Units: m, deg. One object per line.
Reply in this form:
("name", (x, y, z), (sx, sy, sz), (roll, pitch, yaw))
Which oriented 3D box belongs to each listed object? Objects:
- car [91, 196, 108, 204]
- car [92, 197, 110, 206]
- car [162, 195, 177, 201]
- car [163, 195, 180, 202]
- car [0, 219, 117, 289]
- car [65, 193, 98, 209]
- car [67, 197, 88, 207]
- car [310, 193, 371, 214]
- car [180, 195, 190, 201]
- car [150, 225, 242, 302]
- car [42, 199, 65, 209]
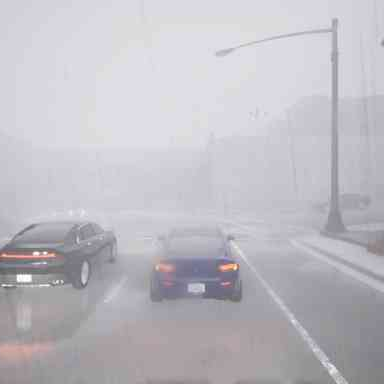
("car", (-18.583, 1.502, 67.118), (2.128, 1.511, 4.902), (0, 0, -1))
("car", (-14.889, 1.526, 54.579), (1.812, 1.442, 4.674), (0, 0, -1))
("car", (-5.726, 1.552, 85.211), (1.994, 1.385, 4.181), (0, 0, 24))
("car", (-4.566, 1.355, 75.360), (2.097, 1.767, 4.553), (0, 0, 6))
("car", (-3.393, 1.505, 9.169), (1.837, 1.490, 4.892), (0, 0, 0))
("car", (-14.692, 1.221, 44.831), (2.150, 2.045, 5.566), (0, 0, -1))
("car", (-18.357, 1.563, 53.528), (1.994, 1.385, 4.181), (0, 0, 0))
("car", (12.560, 0.891, 28.306), (4.892, 1.490, 1.837), (-7, 0, 0))
("car", (-2.043, 1.524, 84.991), (1.812, 1.442, 4.674), (0, 0, 24))
("car", (0.096, 1.526, 8.154), (1.812, 1.442, 4.674), (0, 0, 0))
("car", (-18.174, 1.601, 44.223), (1.895, 1.301, 4.718), (0, 0, -1))
